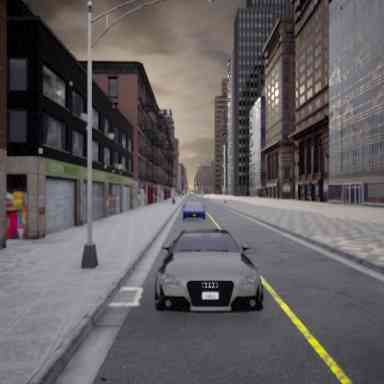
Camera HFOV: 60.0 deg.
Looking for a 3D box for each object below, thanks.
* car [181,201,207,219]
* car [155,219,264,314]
[{"bbox_3d":[0.163,1.472,27.747,1.882,1.535,5.008,0,1,0],"label":"car"},{"bbox_3d":[0.303,1.562,7.596,1.994,1.385,4.181,0,0,0],"label":"car"}]
